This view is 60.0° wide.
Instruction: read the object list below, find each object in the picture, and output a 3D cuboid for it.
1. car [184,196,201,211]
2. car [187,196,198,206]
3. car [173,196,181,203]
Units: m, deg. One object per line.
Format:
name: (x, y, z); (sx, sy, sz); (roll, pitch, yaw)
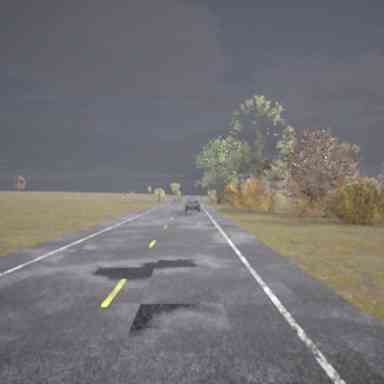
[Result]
car: (0.080, 1.636, 42.639); (2.128, 1.511, 4.902); (0, 0, 0)
car: (0.071, 1.565, 62.067); (2.097, 1.767, 4.553); (0, 0, 0)
car: (-3.537, 1.803, 79.577); (2.128, 1.511, 4.902); (0, 0, 0)
